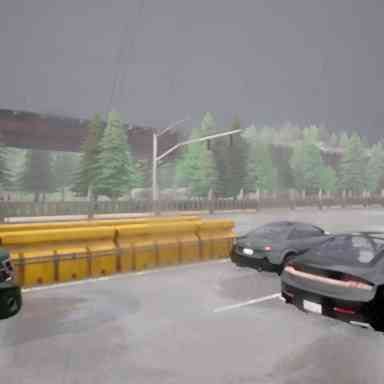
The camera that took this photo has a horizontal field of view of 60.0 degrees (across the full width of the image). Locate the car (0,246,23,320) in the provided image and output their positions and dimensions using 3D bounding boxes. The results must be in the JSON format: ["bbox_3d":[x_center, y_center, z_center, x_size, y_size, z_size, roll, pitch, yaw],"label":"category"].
[{"bbox_3d":[-5.310,1.211,4.265,5.566,2.045,2.150,0,0,-35],"label":"car"}]

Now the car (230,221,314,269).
[{"bbox_3d":[3.182,1.612,10.301,4.181,1.385,1.994,0,0,-35],"label":"car"}]

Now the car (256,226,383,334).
[{"bbox_3d":[3.789,1.530,6.437,4.902,1.511,2.128,0,0,-36],"label":"car"}]
